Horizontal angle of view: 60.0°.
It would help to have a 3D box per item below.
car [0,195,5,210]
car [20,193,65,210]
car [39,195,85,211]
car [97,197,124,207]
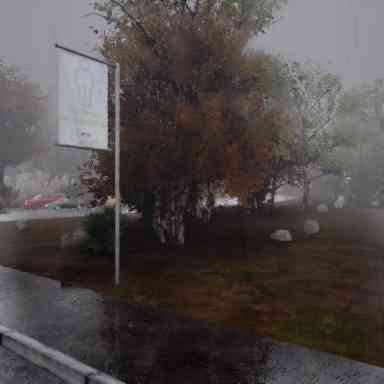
[{"bbox_3d":[-21.618,1.219,32.802,2.150,2.045,5.566,0,0,39],"label":"car"},{"bbox_3d":[-18.621,1.209,42.159,2.150,2.045,5.566,0,0,38],"label":"car"},{"bbox_3d":[-15.435,1.478,40.550,2.128,1.511,4.902,0,0,38],"label":"car"},{"bbox_3d":[-12.258,1.432,50.285,1.882,1.535,5.008,0,0,38],"label":"car"}]
